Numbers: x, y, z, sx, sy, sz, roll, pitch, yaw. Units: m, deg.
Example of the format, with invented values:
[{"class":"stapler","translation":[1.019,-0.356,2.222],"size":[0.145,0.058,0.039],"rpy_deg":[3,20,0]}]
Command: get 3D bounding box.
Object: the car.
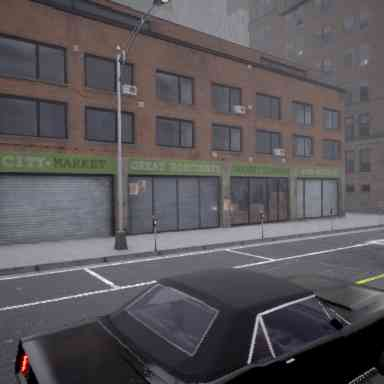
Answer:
[{"class":"car","translation":[0.727,1.600,3.833],"size":[4.718,1.301,1.895],"rpy_deg":[0,0,-35]}]
